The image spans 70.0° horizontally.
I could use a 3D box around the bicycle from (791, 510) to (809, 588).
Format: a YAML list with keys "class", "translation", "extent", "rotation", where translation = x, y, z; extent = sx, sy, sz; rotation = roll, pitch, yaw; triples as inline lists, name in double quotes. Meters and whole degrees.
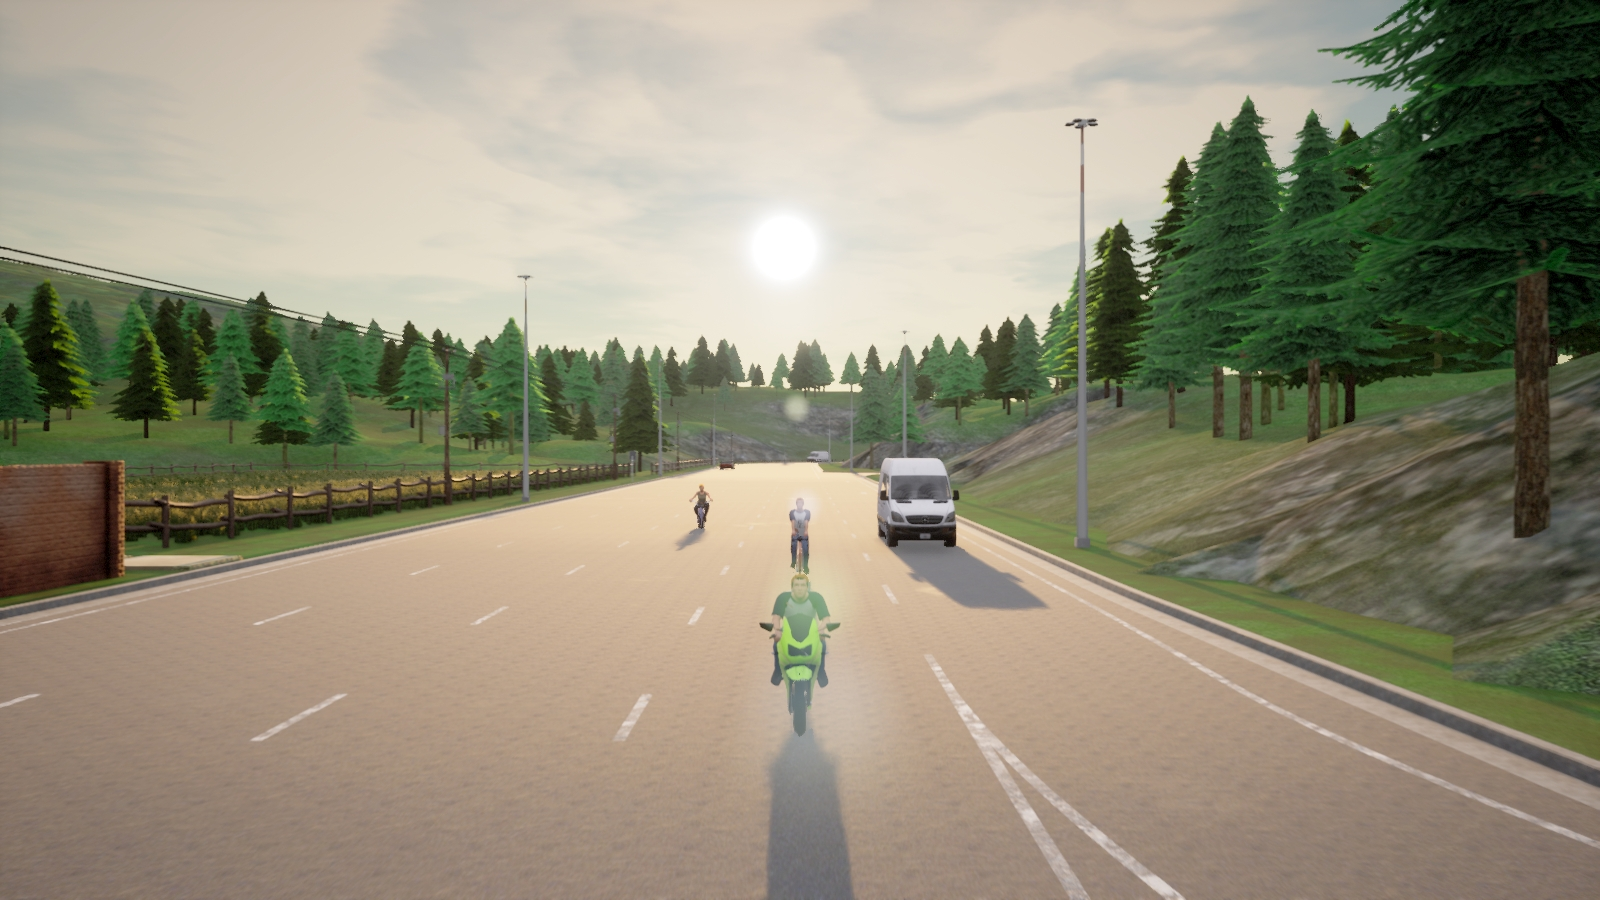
- class: "bicycle"
  translation: [0.000, 2.056, 23.953]
  extent: [0.373, 1.496, 1.643]
  rotation: [0, 0, 0]

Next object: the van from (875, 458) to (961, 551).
- class: "van"
  translation: [3.495, 1.535, 34.910]
  extent: [1.988, 2.561, 5.915]
  rotation: [0, 0, 0]

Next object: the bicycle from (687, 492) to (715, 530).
- class: "bicycle"
  translation: [-3.499, 2.158, 40.614]
  extent: [0.859, 1.277, 1.487]
  rotation: [0, 0, 0]

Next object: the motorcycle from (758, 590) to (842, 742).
- class: "motorcycle"
  translation: [0.000, 2.186, 11.923]
  extent: [0.803, 1.199, 2.033]
  rotation: [0, 0, 0]
